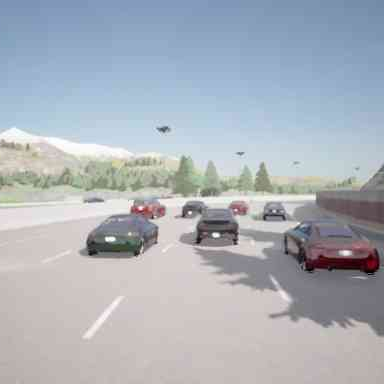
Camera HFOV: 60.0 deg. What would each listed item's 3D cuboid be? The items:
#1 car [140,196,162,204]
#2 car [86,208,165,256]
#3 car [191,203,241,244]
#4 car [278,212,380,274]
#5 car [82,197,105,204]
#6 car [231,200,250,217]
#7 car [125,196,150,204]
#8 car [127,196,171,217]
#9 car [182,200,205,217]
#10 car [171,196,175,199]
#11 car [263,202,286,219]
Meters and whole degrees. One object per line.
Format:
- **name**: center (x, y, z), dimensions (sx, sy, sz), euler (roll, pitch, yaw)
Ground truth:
- **car**: center (-7.585, 1.508, 62.030), dimensions (1.812, 1.442, 4.674), euler (0, 0, 24)
- **car**: center (-2.559, 1.558, 13.190), dimensions (1.994, 1.385, 4.181), euler (0, 0, 6)
- **car**: center (1.282, 1.509, 15.992), dimensions (1.837, 1.490, 4.892), euler (0, 0, 7)
- **car**: center (4.226, 1.576, 10.739), dimensions (1.994, 1.385, 4.181), euler (0, 0, 5)
- **car**: center (-16.999, 1.521, 57.600), dimensions (1.994, 1.385, 4.181), euler (0, 0, 21)
- **car**: center (4.730, 1.540, 33.539), dimensions (1.812, 1.442, 4.674), euler (0, 0, 15)
- **car**: center (-10.468, 1.521, 64.160), dimensions (2.033, 1.411, 5.357), euler (0, 0, 24)
- **car**: center (-3.657, 1.344, 28.517), dimensions (2.097, 1.767, 4.553), euler (0, 0, 11)
- **car**: center (0.391, 1.508, 30.590), dimensions (1.837, 1.490, 4.892), euler (0, 0, 13)
- **car**: center (-4.637, 1.498, 60.097), dimensions (1.837, 1.490, 4.892), euler (0, 0, 24)
- **car**: center (7.087, 1.568, 28.742), dimensions (2.033, 1.411, 5.357), euler (0, 0, 13)
